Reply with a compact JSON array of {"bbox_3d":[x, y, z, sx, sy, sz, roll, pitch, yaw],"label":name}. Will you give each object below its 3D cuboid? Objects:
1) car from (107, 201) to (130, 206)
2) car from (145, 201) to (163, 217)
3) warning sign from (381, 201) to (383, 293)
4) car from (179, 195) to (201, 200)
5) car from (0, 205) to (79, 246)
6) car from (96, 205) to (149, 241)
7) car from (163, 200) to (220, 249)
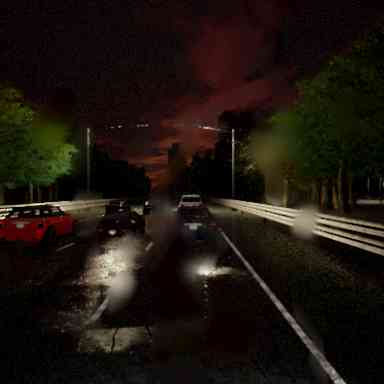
[{"bbox_3d":[-7.129,1.605,32.268,1.837,1.490,4.892,0,0,-1],"label":"car"},{"bbox_3d":[-3.627,1.591,32.143,2.128,1.511,4.902,0,0,-1],"label":"car"},{"bbox_3d":[4.554,1.133,6.328,1.300,1.860,1.060,1,0,0],"label":"warning sign"},{"bbox_3d":[-0.111,1.317,31.165,2.150,2.045,5.566,0,0,-1],"label":"car"},{"bbox_3d":[-6.962,1.398,15.609,2.097,1.767,4.553,0,0,0],"label":"car"},{"bbox_3d":[-3.480,1.575,16.747,1.812,1.442,4.674,0,0,-1],"label":"car"},{"bbox_3d":[0.041,1.394,14.844,2.097,1.767,4.553,0,0,0],"label":"car"}]
